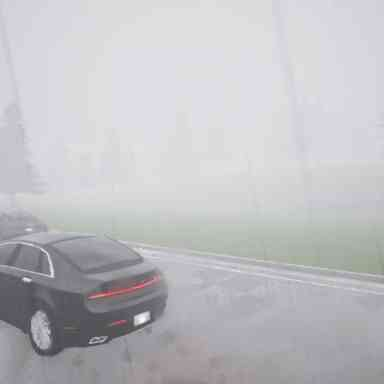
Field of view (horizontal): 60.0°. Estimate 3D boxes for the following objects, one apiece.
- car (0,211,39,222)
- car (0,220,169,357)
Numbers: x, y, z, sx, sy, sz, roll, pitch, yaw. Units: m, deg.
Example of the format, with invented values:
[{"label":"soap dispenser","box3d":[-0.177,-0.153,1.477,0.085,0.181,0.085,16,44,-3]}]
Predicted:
[{"label":"car","box3d":[-8.333,1.565,15.317,4.181,1.385,1.994,0,0,42]},{"label":"car","box3d":[-2.618,1.505,6.085,4.892,1.490,1.837,0,0,37]}]
